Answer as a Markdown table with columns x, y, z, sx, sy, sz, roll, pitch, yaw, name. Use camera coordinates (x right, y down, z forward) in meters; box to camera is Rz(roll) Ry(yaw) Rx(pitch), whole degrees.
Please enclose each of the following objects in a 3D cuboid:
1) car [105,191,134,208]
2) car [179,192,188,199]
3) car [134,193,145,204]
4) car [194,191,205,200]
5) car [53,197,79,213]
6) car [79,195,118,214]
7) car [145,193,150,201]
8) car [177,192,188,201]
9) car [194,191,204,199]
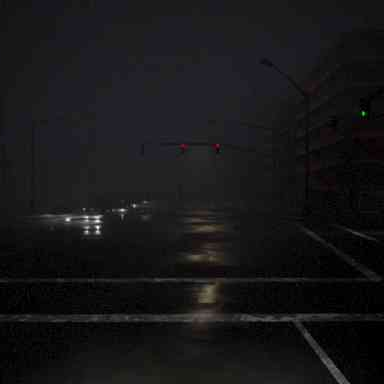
| x | y | z | sx | sy | sz | roll | pitch | yaw | name |
| --- | --- | --- | --- | --- | --- | --- | --- | --- | --- |
| -9.404 | 1.106 | 43.308 | 2.097 | 1.767 | 4.553 | 0 | 1 | 1 | car |
| -1.899 | 0.741 | 75.797 | 2.033 | 1.411 | 5.357 | 0 | 1 | 1 | car |
| -9.282 | 1.132 | 52.953 | 2.033 | 1.411 | 5.357 | 0 | 1 | 1 | car |
| 1.571 | 0.855 | 65.415 | 2.128 | 1.511 | 4.902 | 0 | 1 | 1 | car |
| -13.009 | 1.346 | 35.333 | 1.882 | 1.535 | 5.008 | 0 | 1 | 1 | car |
| -9.521 | 1.369 | 34.267 | 2.128 | 1.511 | 4.902 | 0 | 1 | 1 | car |
| -9.096 | 0.947 | 63.488 | 2.033 | 1.411 | 5.357 | 0 | 1 | 1 | car |
| -1.936 | 0.917 | 65.146 | 2.033 | 1.411 | 5.357 | 0 | 1 | 1 | car |
| 1.601 | 0.555 | 75.805 | 2.097 | 1.767 | 4.553 | 0 | 1 | 1 | car |
